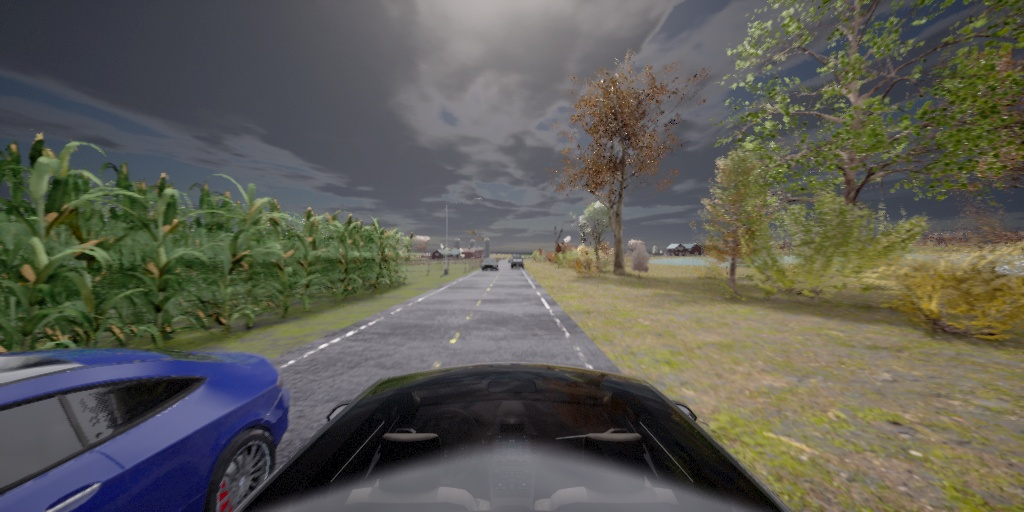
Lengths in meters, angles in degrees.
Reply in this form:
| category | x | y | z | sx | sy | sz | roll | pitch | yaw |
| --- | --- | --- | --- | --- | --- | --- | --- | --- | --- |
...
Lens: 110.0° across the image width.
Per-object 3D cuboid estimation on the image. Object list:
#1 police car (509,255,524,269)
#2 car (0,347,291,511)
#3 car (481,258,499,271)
| category | x | y | z | sx | sy | sz | roll | pitch | yaw |
| --- | --- | --- | --- | --- | --- | --- | --- | --- | --- |
| police car | 0.831 | 1.073 | 53.763 | 1.930 | 1.638 | 5.238 | 0 | 0 | 0 |
| car | -2.851 | 1.277 | 1.346 | 1.812 | 1.442 | 4.674 | 0 | 0 | 0 |
| car | -2.820 | 1.007 | 45.963 | 2.097 | 1.767 | 4.553 | 0 | 0 | 0 |
